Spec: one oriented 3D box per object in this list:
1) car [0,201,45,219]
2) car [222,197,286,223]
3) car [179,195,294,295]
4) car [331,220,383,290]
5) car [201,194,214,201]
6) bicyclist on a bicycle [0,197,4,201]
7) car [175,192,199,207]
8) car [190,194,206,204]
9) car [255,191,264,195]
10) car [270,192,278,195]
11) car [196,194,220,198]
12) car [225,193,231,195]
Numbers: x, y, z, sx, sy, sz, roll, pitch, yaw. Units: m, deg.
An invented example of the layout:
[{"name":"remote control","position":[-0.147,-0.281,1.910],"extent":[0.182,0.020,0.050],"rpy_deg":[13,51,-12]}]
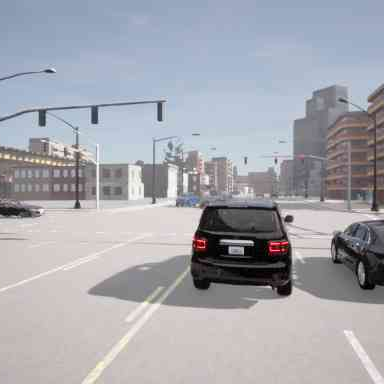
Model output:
[{"name":"car","position":[-15.188,1.491,28.710],"extent":[4.902,1.511,2.128],"rpy_deg":[0,0,10]},{"name":"car","position":[4.655,1.328,25.117],"extent":[4.553,1.767,2.097],"rpy_deg":[0,0,10]},{"name":"car","position":[1.522,1.221,9.015],"extent":[2.150,2.045,5.566],"rpy_deg":[0,0,14]},{"name":"car","position":[5.083,1.505,8.898],"extent":[1.837,1.490,4.892],"rpy_deg":[0,0,11]},{"name":"car","position":[3.223,1.075,68.183],"extent":[2.033,1.411,5.357],"rpy_deg":[0,1,12]},{"name":"bicyclist on a bicycle","position":[-23.885,1.303,41.395],"extent":[0.582,1.620,1.656],"rpy_deg":[0,0,10]},{"name":"car","position":[-0.806,1.079,48.438],"extent":[2.150,2.045,5.566],"rpy_deg":[0,1,12]},{"name":"car","position":[1.096,1.217,57.916],"extent":[1.837,1.490,4.892],"rpy_deg":[0,1,11]},{"name":"car","position":[17.331,0.559,85.135],"extent":[2.097,1.767,4.553],"rpy_deg":[0,1,11]},{"name":"car","position":[20.766,0.743,84.461],"extent":[2.033,1.411,5.357],"rpy_deg":[0,1,11]},{"name":"car","position":[2.278,1.381,46.035],"extent":[1.837,1.490,4.892],"rpy_deg":[0,1,11]},{"name":"car","position":[5.965,1.091,64.226],"extent":[1.837,1.490,4.892],"rpy_deg":[0,1,12]}]
